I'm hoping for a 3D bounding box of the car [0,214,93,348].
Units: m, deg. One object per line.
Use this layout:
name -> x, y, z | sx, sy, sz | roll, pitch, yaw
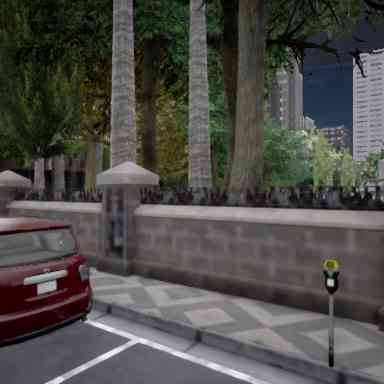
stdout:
car -> -3.820, 1.314, 5.688 | 5.009, 1.841, 2.192 | 0, 0, 35
